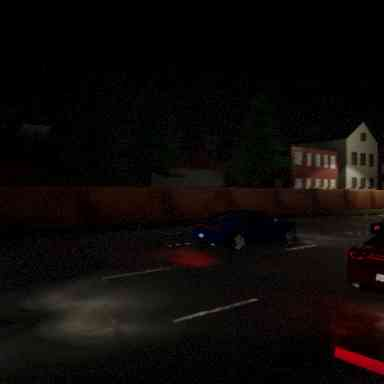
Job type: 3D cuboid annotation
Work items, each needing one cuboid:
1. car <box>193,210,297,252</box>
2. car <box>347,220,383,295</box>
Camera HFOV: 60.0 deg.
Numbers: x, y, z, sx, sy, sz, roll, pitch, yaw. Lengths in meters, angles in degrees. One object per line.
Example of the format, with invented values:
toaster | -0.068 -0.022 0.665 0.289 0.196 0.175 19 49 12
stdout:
car | 2.363 1.489 14.031 5.008 1.535 1.882 0 0 -36
car | 5.658 1.488 7.784 5.008 1.535 1.882 0 0 -36
